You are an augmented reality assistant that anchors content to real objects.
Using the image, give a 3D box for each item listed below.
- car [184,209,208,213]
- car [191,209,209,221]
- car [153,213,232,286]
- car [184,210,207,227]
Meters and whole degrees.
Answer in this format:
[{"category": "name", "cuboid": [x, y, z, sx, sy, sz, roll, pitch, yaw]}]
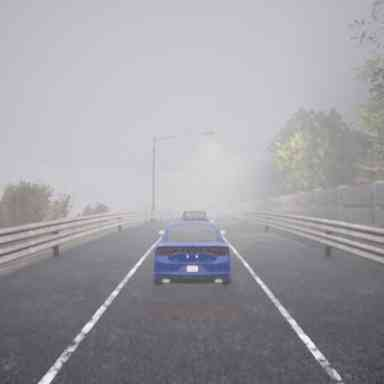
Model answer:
[{"category": "car", "cuboid": [0.174, 1.842, 19.443, 2.128, 1.511, 4.902, 0, -2, 1]}, {"category": "car", "cuboid": [1.135, 3.101, 44.928, 2.128, 1.511, 4.902, 0, -3, 4]}, {"category": "car", "cuboid": [0.008, 1.564, 9.700, 1.882, 1.535, 5.008, 0, -1, 0]}, {"category": "car", "cuboid": [0.379, 2.470, 31.817, 2.033, 1.411, 5.357, 0, -3, 2]}]
